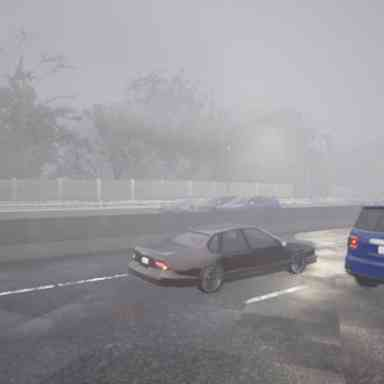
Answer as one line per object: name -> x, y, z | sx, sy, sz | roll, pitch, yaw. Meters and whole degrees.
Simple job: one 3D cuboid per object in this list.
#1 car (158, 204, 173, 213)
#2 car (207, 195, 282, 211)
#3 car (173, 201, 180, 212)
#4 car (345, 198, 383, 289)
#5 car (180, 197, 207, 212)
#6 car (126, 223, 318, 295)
car -> -0.776, 1.570, 33.515 | 5.357, 1.411, 2.033 | 0, 0, -35
car -> 4.149, 1.242, 24.132 | 5.566, 2.045, 2.150 | 0, 0, -35
car -> 1.097, 1.500, 30.551 | 5.008, 1.535, 1.882 | 0, 0, -35
car -> 5.944, 1.232, 7.979 | 5.566, 2.045, 2.150 | 0, 0, -35
car -> 2.157, 1.241, 27.008 | 5.566, 2.045, 2.150 | 0, 0, -35
car -> 1.015, 1.554, 8.764 | 5.357, 1.411, 2.033 | 0, 0, -35
